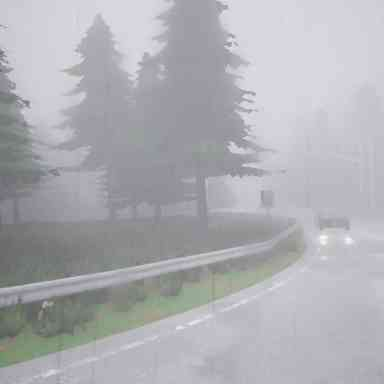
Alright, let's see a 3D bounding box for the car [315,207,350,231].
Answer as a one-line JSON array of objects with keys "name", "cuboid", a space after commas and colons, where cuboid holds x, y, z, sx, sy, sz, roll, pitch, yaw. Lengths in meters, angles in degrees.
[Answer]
[{"name": "car", "cuboid": [9.952, 1.852, 23.886, 1.882, 1.535, 5.008, -3, -2, 16]}]
